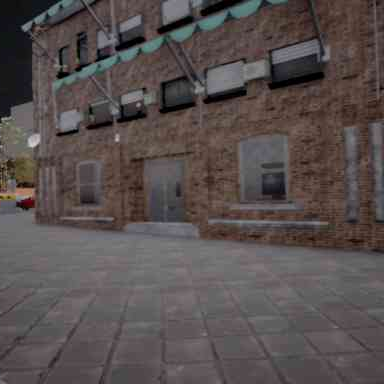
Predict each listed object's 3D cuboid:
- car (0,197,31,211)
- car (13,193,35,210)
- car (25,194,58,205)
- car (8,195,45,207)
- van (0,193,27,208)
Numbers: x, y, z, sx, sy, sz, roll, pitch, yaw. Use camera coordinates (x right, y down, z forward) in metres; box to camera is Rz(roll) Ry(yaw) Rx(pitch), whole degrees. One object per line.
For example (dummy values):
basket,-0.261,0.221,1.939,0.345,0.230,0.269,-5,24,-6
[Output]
car,-23.109,1.507,42.113,1.812,1.442,4.674,-2,1,23
car,-16.783,1.030,37.384,5.566,2.045,2.435,-2,2,24
car,-23.684,1.177,52.321,4.674,1.452,2.002,-2,2,24
car,-24.801,1.296,49.766,4.892,1.521,2.231,-2,2,24
van,-25.812,1.219,47.151,4.442,1.987,1.878,-2,2,24
